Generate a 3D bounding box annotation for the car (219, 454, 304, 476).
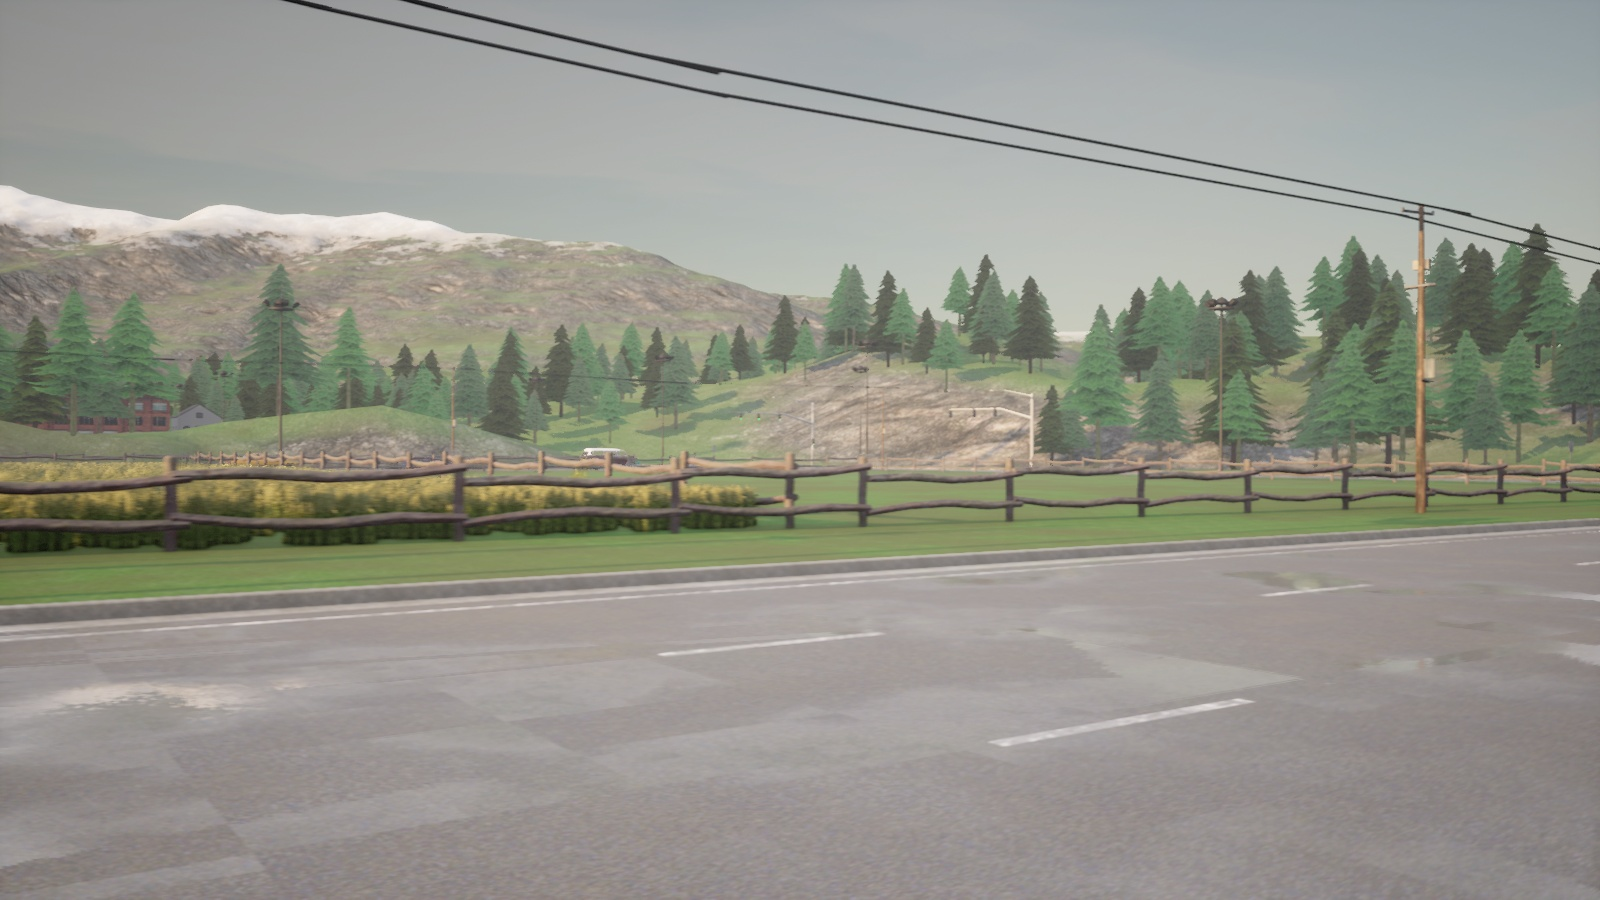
[{"bbox_3d":[-38.687,1.048,90.301,5.366,1.575,1.801,0,0,-35],"label":"car"}]
